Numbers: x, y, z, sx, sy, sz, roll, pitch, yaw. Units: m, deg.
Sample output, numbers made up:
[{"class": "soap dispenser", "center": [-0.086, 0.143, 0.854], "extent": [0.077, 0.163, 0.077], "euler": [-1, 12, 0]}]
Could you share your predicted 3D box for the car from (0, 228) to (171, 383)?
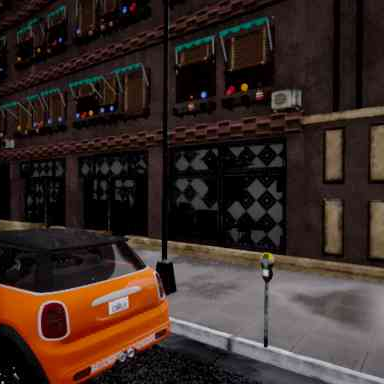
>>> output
[{"class": "car", "center": [-2.574, 1.350, 5.167], "extent": [4.553, 1.767, 2.097], "euler": [0, 0, 36]}]
